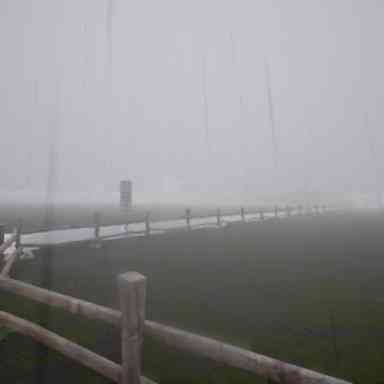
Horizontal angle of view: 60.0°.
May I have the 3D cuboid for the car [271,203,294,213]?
[{"bbox_3d":[13.711,2.365,50.086,2.033,1.411,5.357,0,-1,35],"label":"car"}]
